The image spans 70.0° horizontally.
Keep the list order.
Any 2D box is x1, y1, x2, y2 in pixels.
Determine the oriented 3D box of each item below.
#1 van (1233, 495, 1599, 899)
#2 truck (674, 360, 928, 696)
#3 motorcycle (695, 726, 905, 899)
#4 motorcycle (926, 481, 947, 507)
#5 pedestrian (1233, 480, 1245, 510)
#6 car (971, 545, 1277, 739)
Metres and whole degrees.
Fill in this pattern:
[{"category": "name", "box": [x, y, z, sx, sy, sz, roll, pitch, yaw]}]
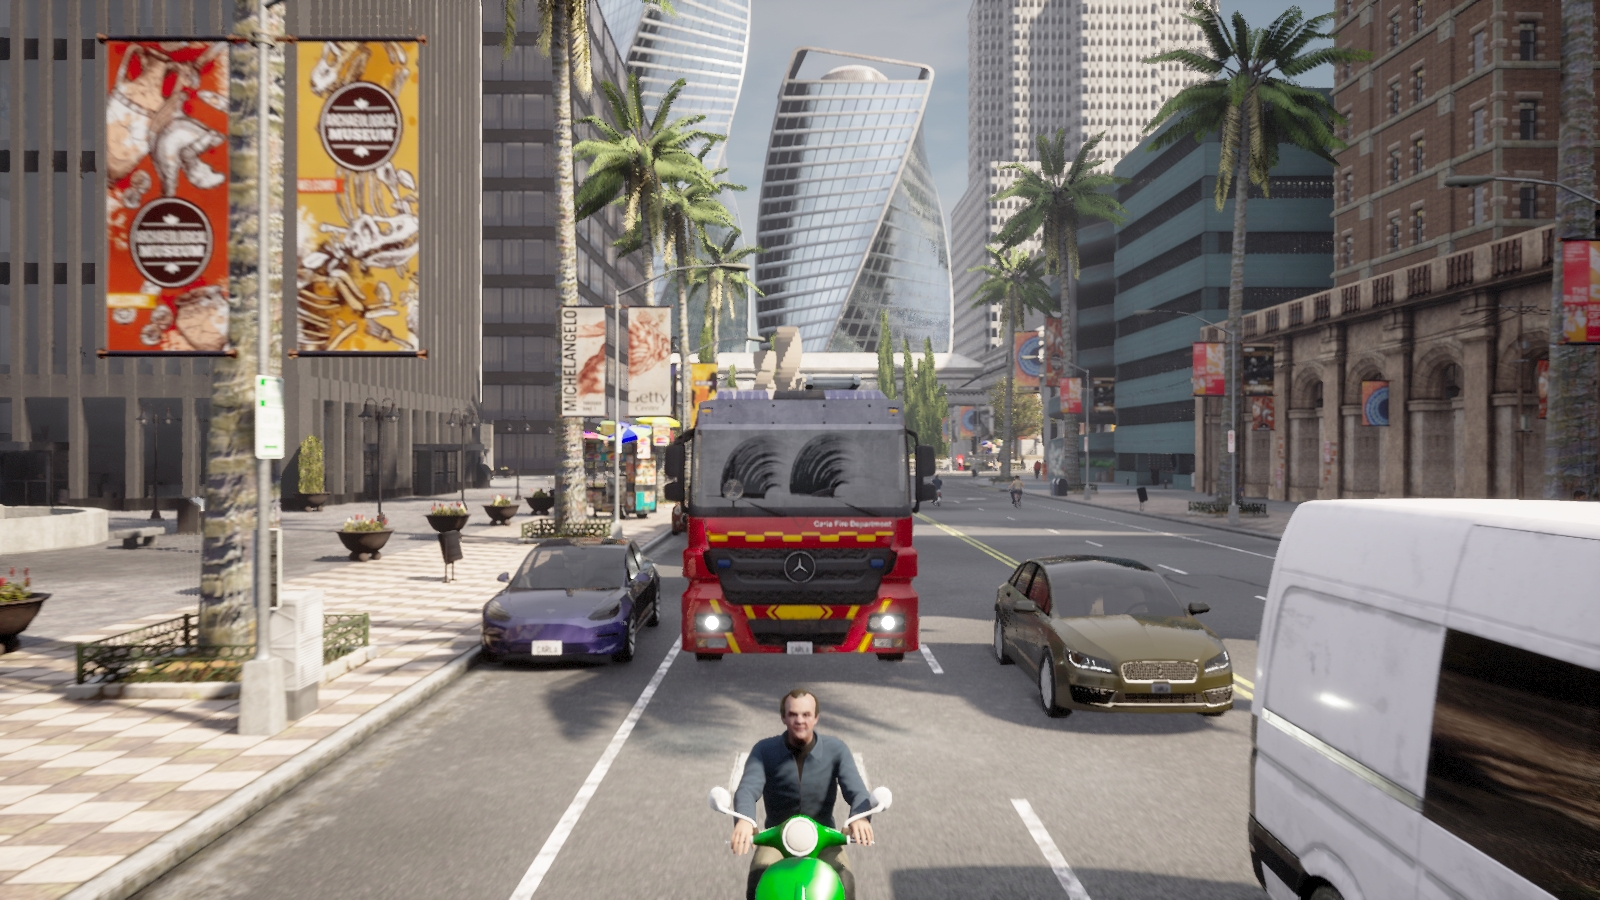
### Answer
[{"category": "van", "box": [3.506, 1.535, 3.668, 1.988, 2.561, 5.915, 0, 0, 0]}, {"category": "truck", "box": [0.007, 0.891, 17.242, 2.891, 3.827, 8.468, 0, 0, 0]}, {"category": "motorcycle", "box": [0.000, 2.182, 5.571, 0.856, 1.236, 1.805, 0, 0, 0]}, {"category": "motorcycle", "box": [6.775, 2.183, 56.802, 0.856, 1.236, 1.805, 0, 0, 0]}, {"category": "pedestrian", "box": [19.361, 1.977, 50.355, 0.375, 1.300, 0.375, 0, 0, -3]}, {"category": "car", "box": [3.501, 2.061, 13.497, 2.231, 1.480, 4.892, 0, 0, 0]}]
